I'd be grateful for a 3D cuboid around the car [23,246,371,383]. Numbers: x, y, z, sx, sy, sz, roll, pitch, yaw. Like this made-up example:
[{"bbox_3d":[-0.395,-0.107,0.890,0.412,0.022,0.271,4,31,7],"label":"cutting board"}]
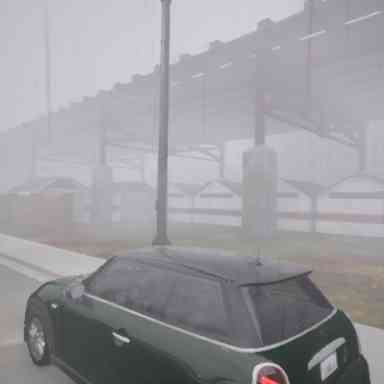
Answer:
[{"bbox_3d":[-0.379,1.485,4.258,4.553,1.767,2.097,-1,-2,44],"label":"car"}]
